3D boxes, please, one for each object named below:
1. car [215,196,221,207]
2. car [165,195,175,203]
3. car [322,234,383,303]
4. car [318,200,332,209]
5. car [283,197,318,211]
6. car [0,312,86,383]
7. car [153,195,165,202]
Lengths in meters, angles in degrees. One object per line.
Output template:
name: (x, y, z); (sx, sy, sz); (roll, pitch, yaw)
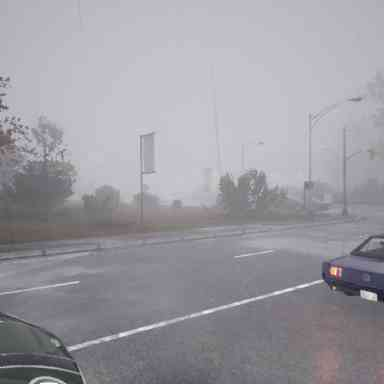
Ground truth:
car: (5.105, 1.142, 44.177); (2.097, 1.767, 4.553); (-1, 0, -39)
car: (-4.828, 1.295, 62.297); (1.812, 1.442, 4.674); (-1, 0, -38)
car: (5.010, 1.573, 7.305); (4.718, 1.301, 1.895); (0, 0, -35)
car: (13.595, 1.303, 39.167); (2.033, 1.411, 5.357); (-1, 0, -39)
car: (10.962, 1.291, 36.856); (1.837, 1.490, 4.892); (-1, 0, -39)
car: (-2.846, 1.352, 1.692); (4.553, 1.767, 2.097); (0, 0, -36)
car: (-7.564, 1.292, 60.113); (2.128, 1.511, 4.902); (-1, 0, -38)
